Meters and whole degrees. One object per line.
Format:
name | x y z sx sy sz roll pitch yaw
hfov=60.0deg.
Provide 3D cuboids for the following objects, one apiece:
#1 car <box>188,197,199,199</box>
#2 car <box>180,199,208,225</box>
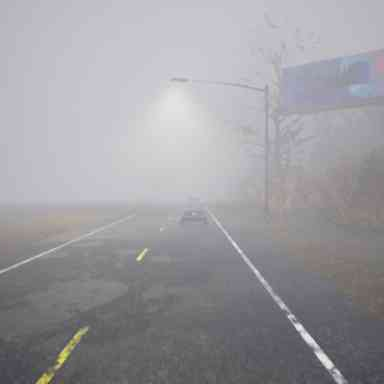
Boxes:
car | 0.153 1.310 42.254 2.033 1.411 5.357 0 0 0
car | 0.129 1.418 23.099 2.033 1.411 5.357 0 0 0
